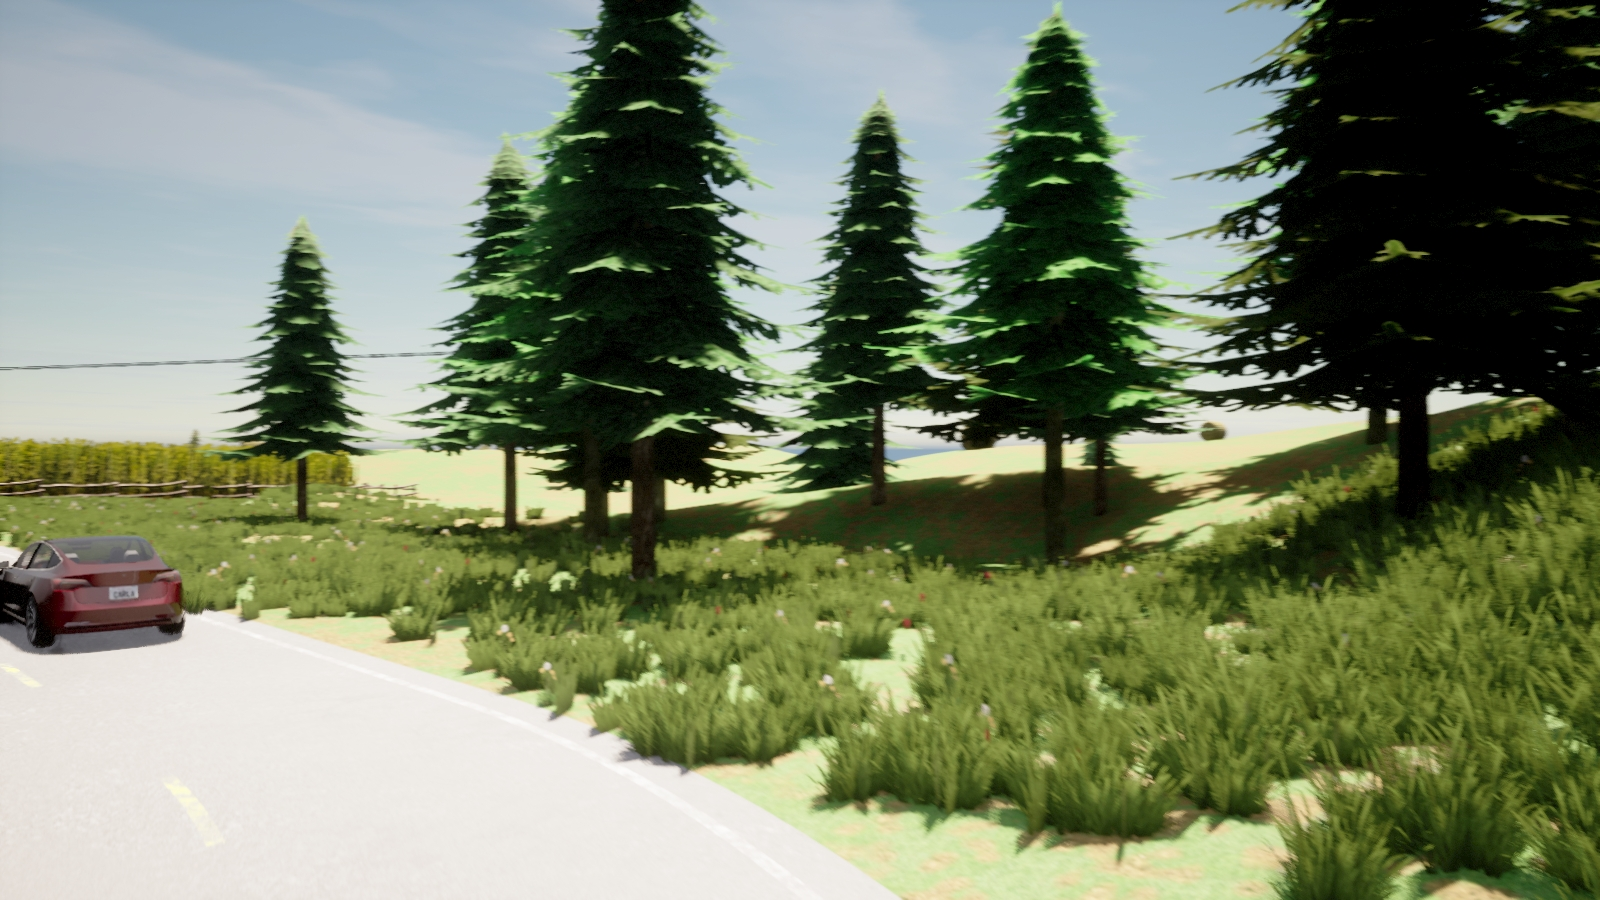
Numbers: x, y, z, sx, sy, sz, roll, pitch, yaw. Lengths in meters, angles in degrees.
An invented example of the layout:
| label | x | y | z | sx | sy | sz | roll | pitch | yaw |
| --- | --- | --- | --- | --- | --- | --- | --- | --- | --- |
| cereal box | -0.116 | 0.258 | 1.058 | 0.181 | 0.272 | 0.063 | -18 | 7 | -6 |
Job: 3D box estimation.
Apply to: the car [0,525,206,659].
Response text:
| label | x | y | z | sx | sy | sz | roll | pitch | yaw |
| --- | --- | --- | --- | --- | --- | --- | --- | --- | --- |
| car | -11.222 | 2.078 | 17.918 | 2.163 | 1.488 | 4.792 | 0 | 0 | -43 |
